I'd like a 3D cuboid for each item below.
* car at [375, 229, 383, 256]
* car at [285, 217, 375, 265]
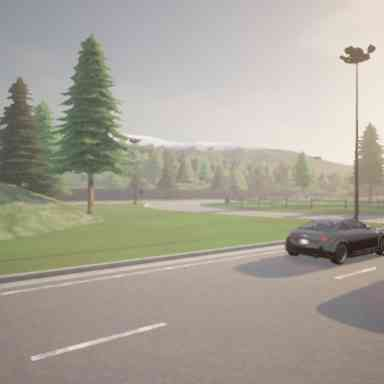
[{"bbox_3d":[7.266,1.499,9.043,5.008,1.535,1.882,0,0,-35],"label":"car"},{"bbox_3d":[5.284,1.586,11.930,4.181,1.385,1.994,0,0,-35],"label":"car"}]
